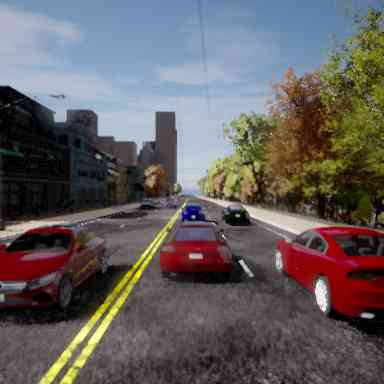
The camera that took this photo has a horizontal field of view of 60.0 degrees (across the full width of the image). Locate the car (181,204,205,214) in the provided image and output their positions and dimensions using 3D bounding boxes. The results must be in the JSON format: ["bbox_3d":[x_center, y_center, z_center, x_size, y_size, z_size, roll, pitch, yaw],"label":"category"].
[{"bbox_3d":[0.105,1.675,26.814,1.812,1.442,4.674,0,0,0],"label":"car"}]

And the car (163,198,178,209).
[{"bbox_3d":[-3.316,1.635,51.083,2.097,1.767,4.553,0,0,0],"label":"car"}]

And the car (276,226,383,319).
[{"bbox_3d":[3.342,1.520,7.606,1.882,1.535,5.008,0,0,0],"label":"car"}]

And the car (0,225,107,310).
[{"bbox_3d":[-3.349,1.571,8.025,1.812,1.442,4.674,0,0,0],"label":"car"}]

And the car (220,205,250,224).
[{"bbox_3d":[3.354,1.710,26.348,1.994,1.385,4.181,0,0,0],"label":"car"}]

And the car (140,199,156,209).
[{"bbox_3d":[-6.564,1.825,50.112,2.033,1.411,5.357,0,0,0],"label":"car"}]

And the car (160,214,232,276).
[{"bbox_3d":[0.102,1.623,10.512,1.994,1.385,4.181,0,0,0],"label":"car"}]
